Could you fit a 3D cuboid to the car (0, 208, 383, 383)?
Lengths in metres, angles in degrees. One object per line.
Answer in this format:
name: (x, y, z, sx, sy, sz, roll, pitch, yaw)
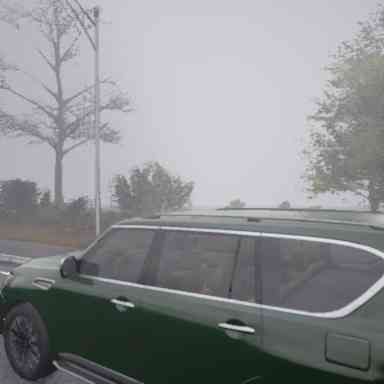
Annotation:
car: (0.043, 1.211, 3.815, 5.566, 2.045, 2.150, 0, 0, 34)
